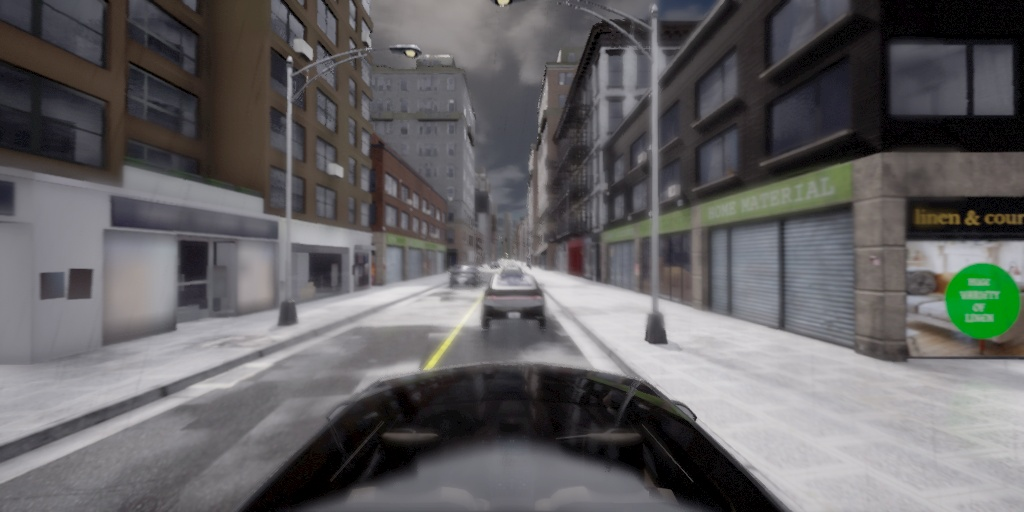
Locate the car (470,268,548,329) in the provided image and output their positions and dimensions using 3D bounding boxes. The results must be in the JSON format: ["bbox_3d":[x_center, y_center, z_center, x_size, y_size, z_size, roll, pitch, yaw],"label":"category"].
[{"bbox_3d":[0.068,1.307,11.514,2.128,1.511,4.902,0,0,0],"label":"car"}]

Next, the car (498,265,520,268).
[{"bbox_3d":[0.028,1.572,32.089,1.895,1.301,4.718,0,0,0],"label":"car"}]

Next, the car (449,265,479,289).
[{"bbox_3d":[-3.152,1.405,24.993,2.128,1.511,4.902,0,0,0],"label":"car"}]
